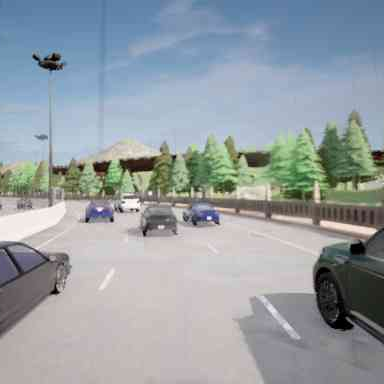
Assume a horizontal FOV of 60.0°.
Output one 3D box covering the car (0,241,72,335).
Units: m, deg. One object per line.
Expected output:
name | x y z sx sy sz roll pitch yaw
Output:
car | -3.691 1.561 5.673 2.033 1.411 5.357 0 0 -4

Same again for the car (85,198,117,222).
car | -7.479 1.376 26.961 2.097 1.767 4.553 0 0 -15

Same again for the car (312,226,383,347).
car | 3.372 1.208 3.786 2.150 2.045 5.566 0 0 -2

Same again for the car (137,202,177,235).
car | -1.996 1.509 19.032 1.837 1.490 4.892 0 0 -11

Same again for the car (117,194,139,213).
car | -7.484 1.243 38.025 2.150 2.045 5.566 0 0 -21

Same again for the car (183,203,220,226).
car | 0.597 1.519 23.617 1.812 1.442 4.674 0 0 -13
